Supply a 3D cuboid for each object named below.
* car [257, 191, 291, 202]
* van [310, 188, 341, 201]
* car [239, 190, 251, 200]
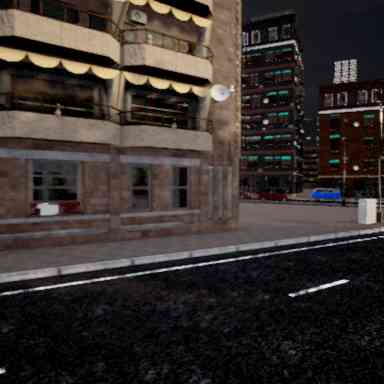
[{"bbox_3d":[10.326,0.582,41.813,4.206,1.307,1.802,2,1,24],"label":"car"},{"bbox_3d":[19.005,0.361,47.093,3.998,1.788,1.690,2,1,24],"label":"van"},{"bbox_3d":[5.201,0.151,44.123,5.009,1.841,2.192,2,1,24],"label":"car"}]
